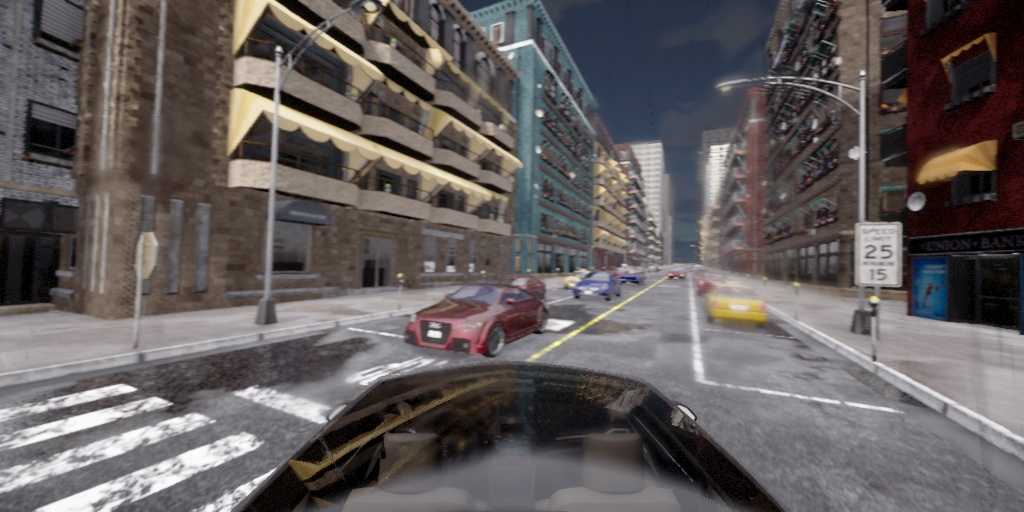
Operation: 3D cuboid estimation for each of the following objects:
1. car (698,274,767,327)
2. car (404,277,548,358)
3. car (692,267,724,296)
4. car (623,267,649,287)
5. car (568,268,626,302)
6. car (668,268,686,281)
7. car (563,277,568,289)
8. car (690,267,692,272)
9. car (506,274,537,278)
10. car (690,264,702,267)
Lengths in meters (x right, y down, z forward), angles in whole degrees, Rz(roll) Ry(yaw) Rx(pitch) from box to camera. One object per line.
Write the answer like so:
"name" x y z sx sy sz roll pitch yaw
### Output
"car" 7.890 1.575 12.962 1.751 1.417 4.829 0 0 26
"car" -0.624 1.376 8.783 1.994 1.385 4.181 1 -1 26
"car" 12.707 1.708 22.750 1.967 1.591 4.097 0 0 26
"car" 10.533 1.911 31.382 1.895 1.301 4.718 1 -1 26
"car" 4.784 1.580 19.697 1.812 1.442 4.674 1 -1 26
"car" 19.935 2.249 43.311 1.895 1.301 4.718 1 -1 26
"car" 5.090 1.661 26.254 1.751 1.417 4.829 0 0 26
"car" 20.044 2.158 37.661 1.948 1.339 4.313 0 0 26
"car" 0.274 1.499 16.464 1.802 1.307 4.207 0 0 26
"car" 27.382 2.351 52.573 1.967 1.591 4.097 0 0 26
